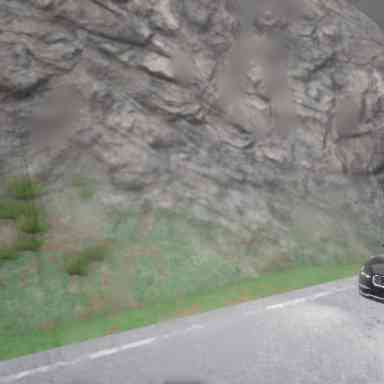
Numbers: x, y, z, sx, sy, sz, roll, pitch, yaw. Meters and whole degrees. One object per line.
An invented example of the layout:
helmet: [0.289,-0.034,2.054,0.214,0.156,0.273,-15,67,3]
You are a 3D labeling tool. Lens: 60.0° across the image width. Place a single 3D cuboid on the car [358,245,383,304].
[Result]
car: [5.632,1.569,7.209,4.892,1.490,1.837,1,0,-32]
